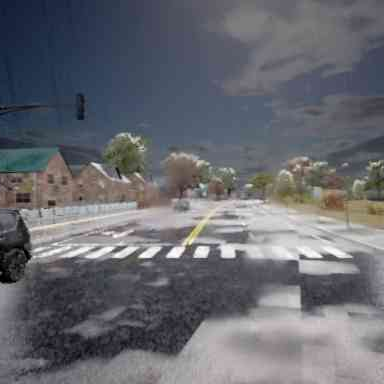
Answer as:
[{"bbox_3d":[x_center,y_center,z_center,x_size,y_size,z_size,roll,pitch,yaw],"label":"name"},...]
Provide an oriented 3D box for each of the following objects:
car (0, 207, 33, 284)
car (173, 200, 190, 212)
[{"bbox_3d":[-5.827,1.413,7.386,2.150,2.045,5.566,-1,-1,4],"label":"car"},{"bbox_3d":[-1.510,1.946,49.454,2.097,1.767,4.553,-1,-1,7],"label":"car"}]
